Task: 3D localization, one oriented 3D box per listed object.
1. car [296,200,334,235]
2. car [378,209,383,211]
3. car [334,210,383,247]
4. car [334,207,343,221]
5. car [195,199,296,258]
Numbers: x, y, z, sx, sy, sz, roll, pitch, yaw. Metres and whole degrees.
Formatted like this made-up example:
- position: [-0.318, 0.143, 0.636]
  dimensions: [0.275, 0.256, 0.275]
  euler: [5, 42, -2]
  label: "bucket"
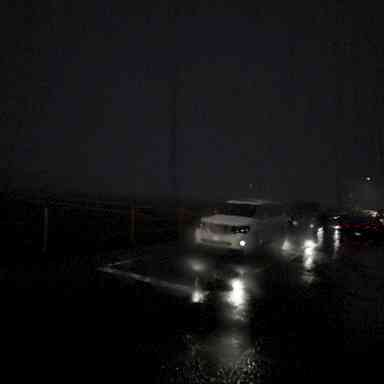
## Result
- position: [7.779, 1.619, 22.535]
  dimensions: [2.150, 2.045, 5.566]
  euler: [3, 0, 32]
  label: "car"
- position: [23.082, 2.739, 39.809]
  dimensions: [2.033, 1.411, 5.357]
  euler: [3, 0, 32]
  label: "car"
- position: [9.358, 1.961, 18.164]
  dimensions: [1.882, 1.535, 5.008]
  euler: [3, 0, 33]
  label: "car"
- position: [13.202, 2.182, 31.096]
  dimensions: [1.837, 1.490, 4.892]
  euler: [3, 0, 32]
  label: "car"
- position: [2.322, 1.338, 13.916]
  dimensions: [2.150, 2.045, 5.566]
  euler: [3, 0, 32]
  label: "car"
